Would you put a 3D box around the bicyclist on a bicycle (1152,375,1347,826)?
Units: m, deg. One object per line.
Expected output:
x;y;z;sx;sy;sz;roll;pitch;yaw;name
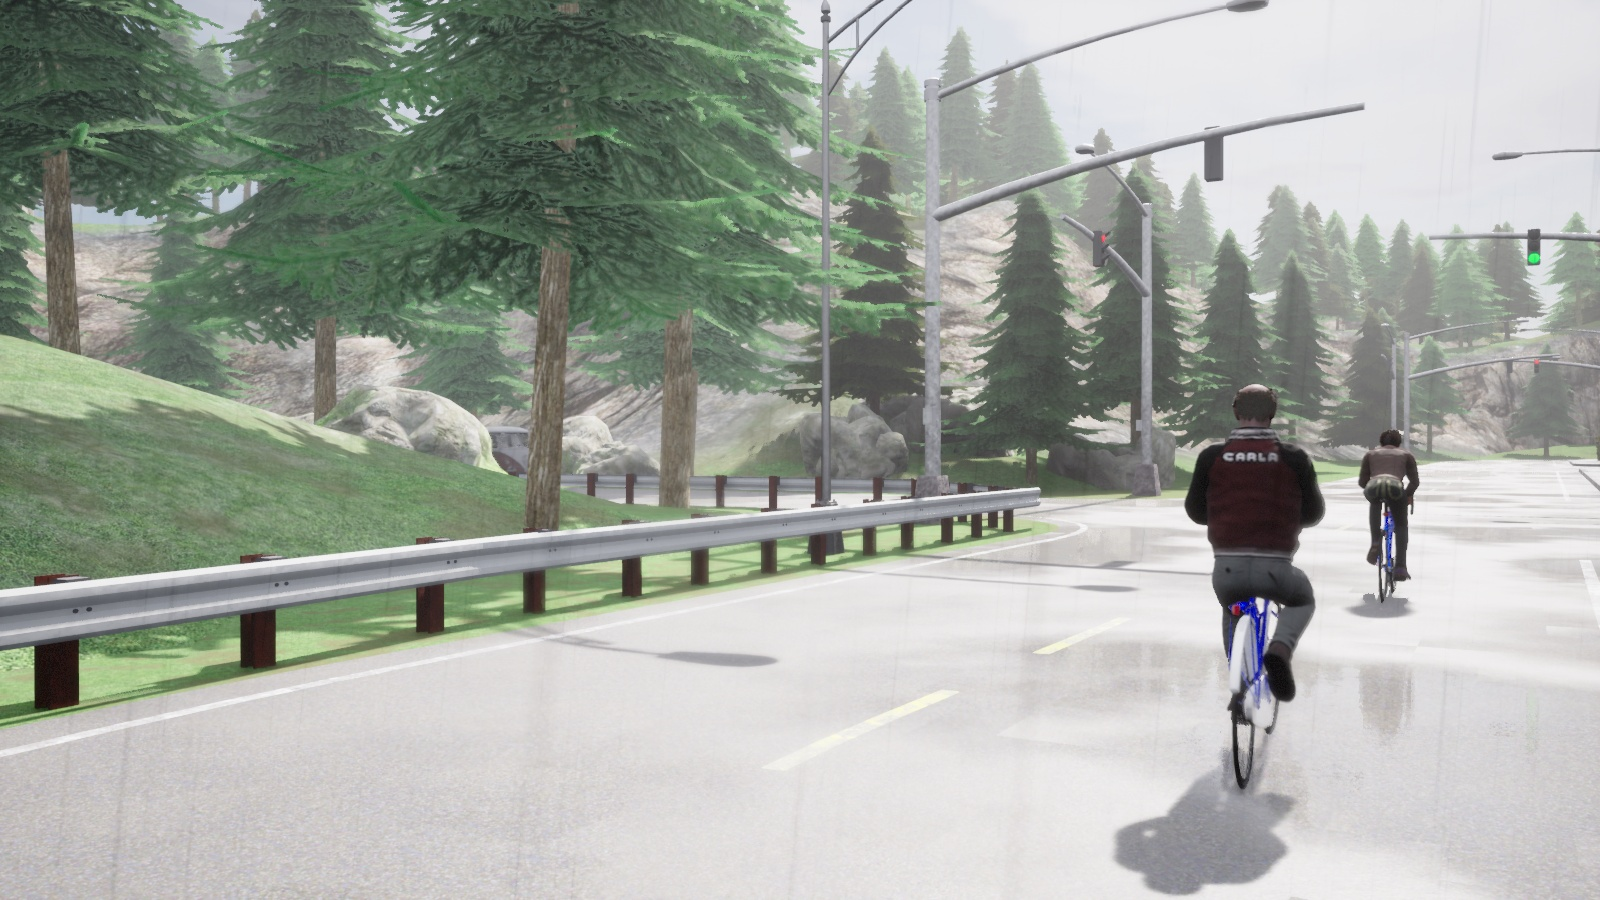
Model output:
2.170;0.586;5.917;0.659;1.776;1.843;0;0;26;bicyclist on a bicycle

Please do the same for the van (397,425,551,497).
-9.598;0.299;36.879;4.442;1.987;1.775;0;0;30;van

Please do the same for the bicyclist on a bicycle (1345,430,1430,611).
5.696;0.636;12.140;0.582;1.620;1.656;0;0;30;bicyclist on a bicycle
